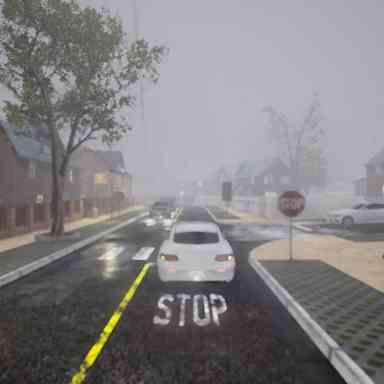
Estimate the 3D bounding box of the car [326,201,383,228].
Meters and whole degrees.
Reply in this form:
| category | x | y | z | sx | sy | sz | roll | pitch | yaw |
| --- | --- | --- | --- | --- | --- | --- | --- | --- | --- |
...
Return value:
| category | x | y | z | sx | sy | sz | roll | pitch | yaw |
| --- | --- | --- | --- | --- | --- | --- | --- | --- | --- |
| car | 10.454 | 1.289 | 19.876 | 4.674 | 1.442 | 1.812 | -1 | 0 | 0 |

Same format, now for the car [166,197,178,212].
| category | x | y | z | sx | sy | sz | roll | pitch | yaw |
| --- | --- | --- | --- | --- | --- | --- | --- | --- | --- |
| car | -2.913 | 1.646 | 39.686 | 1.994 | 1.385 | 4.181 | 0 | 0 | -1 |

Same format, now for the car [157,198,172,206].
| category | x | y | z | sx | sy | sz | roll | pitch | yaw |
| --- | --- | --- | --- | --- | --- | --- | --- | --- | --- |
| car | -5.006 | 1.736 | 60.391 | 1.812 | 1.442 | 4.674 | 0 | -1 | -17 |

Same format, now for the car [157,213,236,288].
| category | x | y | z | sx | sy | sz | roll | pitch | yaw |
| --- | --- | --- | --- | --- | --- | --- | --- | --- | --- |
| car | 0.101 | 1.548 | 9.206 | 1.812 | 1.442 | 4.674 | 0 | 0 | 0 |

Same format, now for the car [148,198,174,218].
| category | x | y | z | sx | sy | sz | roll | pitch | yaw |
| --- | --- | --- | --- | --- | --- | --- | --- | --- | --- |
| car | -2.839 | 1.591 | 30.657 | 1.812 | 1.442 | 4.674 | 0 | 0 | -1 |
